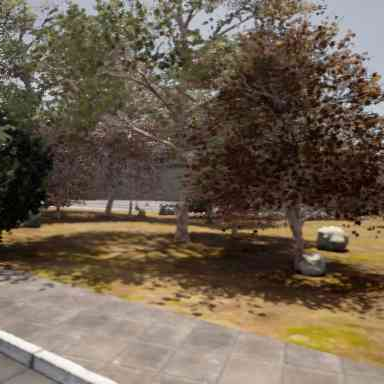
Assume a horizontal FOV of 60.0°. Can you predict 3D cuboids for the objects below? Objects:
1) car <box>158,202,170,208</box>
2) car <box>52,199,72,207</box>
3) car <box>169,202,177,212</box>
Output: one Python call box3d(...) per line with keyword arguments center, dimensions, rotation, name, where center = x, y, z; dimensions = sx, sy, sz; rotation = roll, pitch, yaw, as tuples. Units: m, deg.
box3d(center=(-2.845, 2.369, 52.882), dimensions=(5.357, 1.411, 2.033), rotation=(6, -2, -42), name="car")
box3d(center=(-15.494, 0.898, 36.239), dimensions=(1.882, 1.535, 5.008), rotation=(2, -3, 40), name="car")
box3d(center=(-0.701, 2.540, 50.580), dimensions=(4.718, 1.301, 1.895), rotation=(6, -2, -42), name="car")
